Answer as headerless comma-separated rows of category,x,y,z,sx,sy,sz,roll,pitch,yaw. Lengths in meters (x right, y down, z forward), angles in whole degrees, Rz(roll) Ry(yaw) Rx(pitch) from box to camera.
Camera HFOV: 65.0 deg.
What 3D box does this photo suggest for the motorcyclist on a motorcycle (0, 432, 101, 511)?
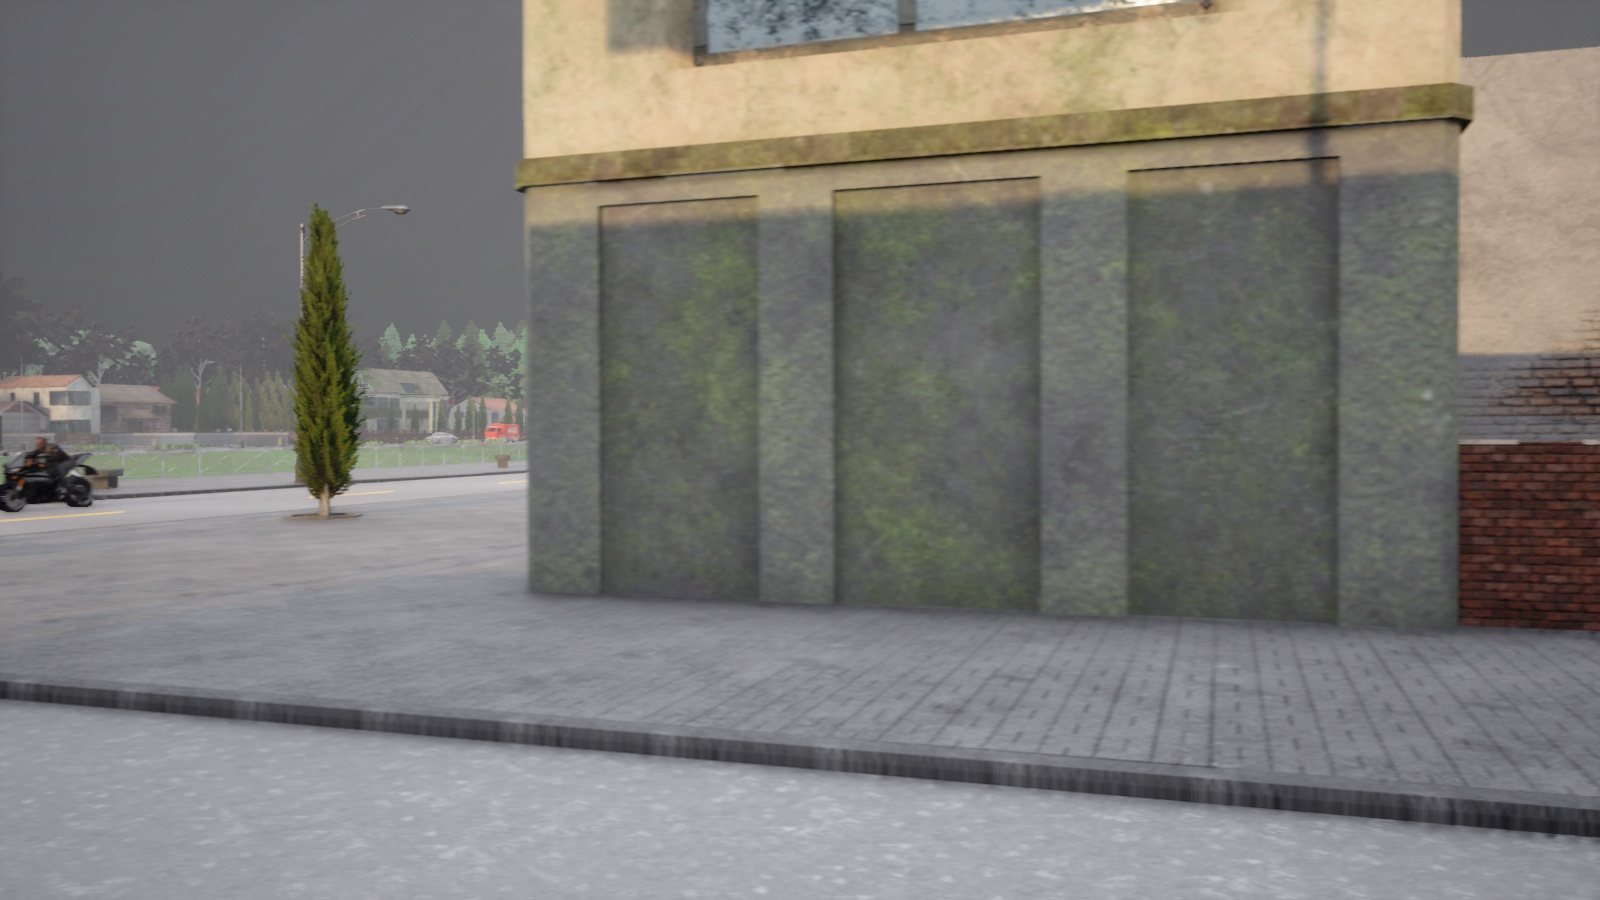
motorcyclist on a motorcycle,-15.424,0.396,25.455,0.866,1.530,2.191,1,1,19
